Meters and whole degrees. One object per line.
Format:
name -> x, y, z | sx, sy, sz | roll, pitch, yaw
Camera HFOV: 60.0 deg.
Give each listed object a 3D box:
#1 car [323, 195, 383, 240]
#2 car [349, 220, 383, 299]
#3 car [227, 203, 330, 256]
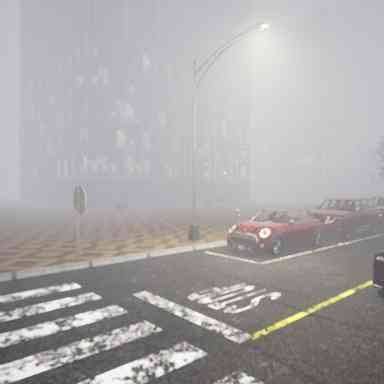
car -> 7.429, 1.174, 16.275 | 5.009, 1.841, 2.192 | 0, 1, -41
car -> 5.571, 1.428, 7.112 | 4.902, 1.511, 2.128 | 0, 1, -41
car -> 3.175, 1.333, 12.564 | 4.097, 1.590, 1.967 | 0, 1, -41
